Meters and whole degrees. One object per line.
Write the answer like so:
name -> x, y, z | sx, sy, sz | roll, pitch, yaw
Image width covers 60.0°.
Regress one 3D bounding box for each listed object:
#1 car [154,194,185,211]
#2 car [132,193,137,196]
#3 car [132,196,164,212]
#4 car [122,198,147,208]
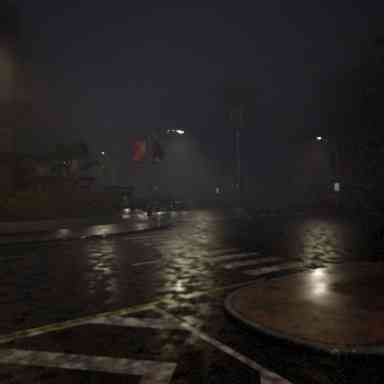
car -> -3.106, 1.236, 41.897 | 2.150, 2.045, 5.566 | 0, 0, -35
car -> -13.308, 1.240, 68.521 | 2.150, 2.045, 5.566 | 0, 0, -39
car -> -5.552, 1.538, 39.257 | 1.812, 1.442, 4.674 | 0, 0, -35
car -> -8.695, 1.616, 49.907 | 1.895, 1.301, 4.718 | 0, 0, -34
